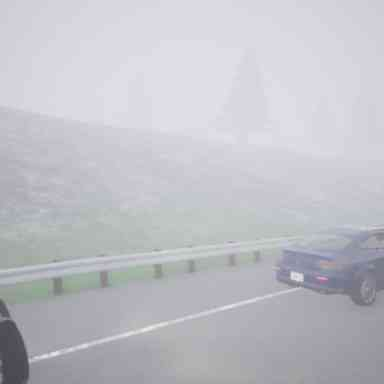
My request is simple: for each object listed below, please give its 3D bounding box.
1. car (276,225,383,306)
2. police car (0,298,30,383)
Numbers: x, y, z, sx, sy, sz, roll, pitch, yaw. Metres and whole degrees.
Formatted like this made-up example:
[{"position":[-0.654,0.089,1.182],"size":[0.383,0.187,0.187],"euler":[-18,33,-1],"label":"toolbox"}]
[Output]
[{"position":[3.995,1.521,7.957],"size":[4.674,1.442,1.812],"euler":[0,0,-34],"label":"car"},{"position":[-4.038,1.448,2.231],"size":[5.238,1.638,1.930],"euler":[0,0,-36],"label":"police car"}]
